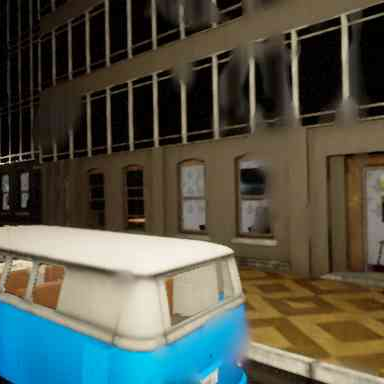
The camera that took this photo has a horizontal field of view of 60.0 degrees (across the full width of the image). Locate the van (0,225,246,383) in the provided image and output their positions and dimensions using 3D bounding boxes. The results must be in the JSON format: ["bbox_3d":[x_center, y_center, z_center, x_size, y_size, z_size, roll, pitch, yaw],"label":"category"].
[{"bbox_3d":[-1.358,1.356,3.872,3.998,1.788,1.690,0,-1,36],"label":"van"}]
